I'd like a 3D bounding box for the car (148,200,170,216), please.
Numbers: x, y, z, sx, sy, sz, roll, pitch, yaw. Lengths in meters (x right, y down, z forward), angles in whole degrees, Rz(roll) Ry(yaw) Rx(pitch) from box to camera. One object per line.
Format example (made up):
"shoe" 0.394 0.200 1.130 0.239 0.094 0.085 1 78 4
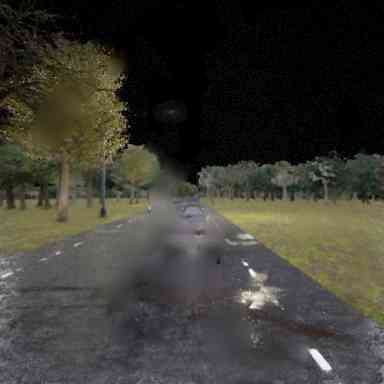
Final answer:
"car" -3.561 1.644 36.467 2.097 1.767 4.553 0 -1 0

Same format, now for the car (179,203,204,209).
"car" 0.075 1.804 27.576 1.994 1.385 4.181 0 0 1

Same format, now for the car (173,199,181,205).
"car" -3.605 2.418 81.260 1.895 1.301 4.718 0 -1 -1

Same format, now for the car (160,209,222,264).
"car" 0.053 1.612 12.298 2.128 1.511 4.902 0 -1 1
